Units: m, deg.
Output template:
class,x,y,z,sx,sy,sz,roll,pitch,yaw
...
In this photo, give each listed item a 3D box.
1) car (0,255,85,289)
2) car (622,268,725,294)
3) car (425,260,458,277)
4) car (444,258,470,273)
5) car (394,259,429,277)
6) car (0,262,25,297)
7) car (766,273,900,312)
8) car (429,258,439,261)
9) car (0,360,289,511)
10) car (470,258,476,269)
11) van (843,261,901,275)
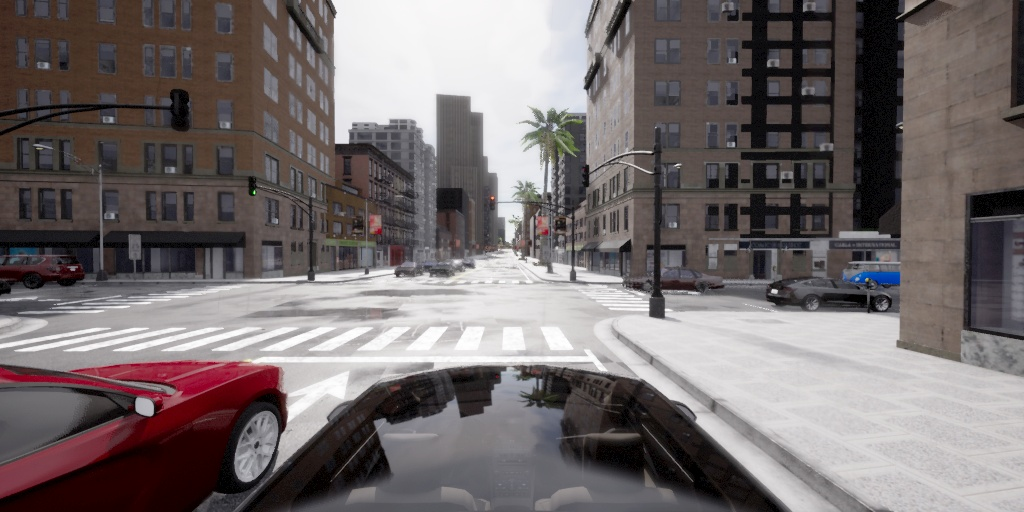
class,x,y,z,sx,sy,sz,roll,pitch,yaw
car,-27.271,0.836,19.962,5.009,1.841,2.192,0,0,-9
car,9.250,1.380,20.752,5.357,1.411,2.033,0,1,2
car,-6.832,1.343,35.367,1.895,1.301,4.718,0,0,0
car,-6.895,1.230,44.565,2.128,1.511,4.902,0,0,0
car,-10.086,1.289,35.695,2.033,1.411,5.357,0,0,-1
car,-24.028,1.126,14.627,4.892,1.490,1.837,1,1,-9
car,12.869,1.513,14.747,4.313,1.339,1.948,0,0,0
car,-10.152,1.090,45.226,2.097,1.767,4.553,0,0,0
car,-3.144,1.228,1.516,1.882,1.535,5.008,0,0,1
car,-6.973,1.077,57.251,2.097,1.767,4.553,0,0,-1
van,23.850,1.251,23.288,3.998,1.789,1.690,0,0,0
